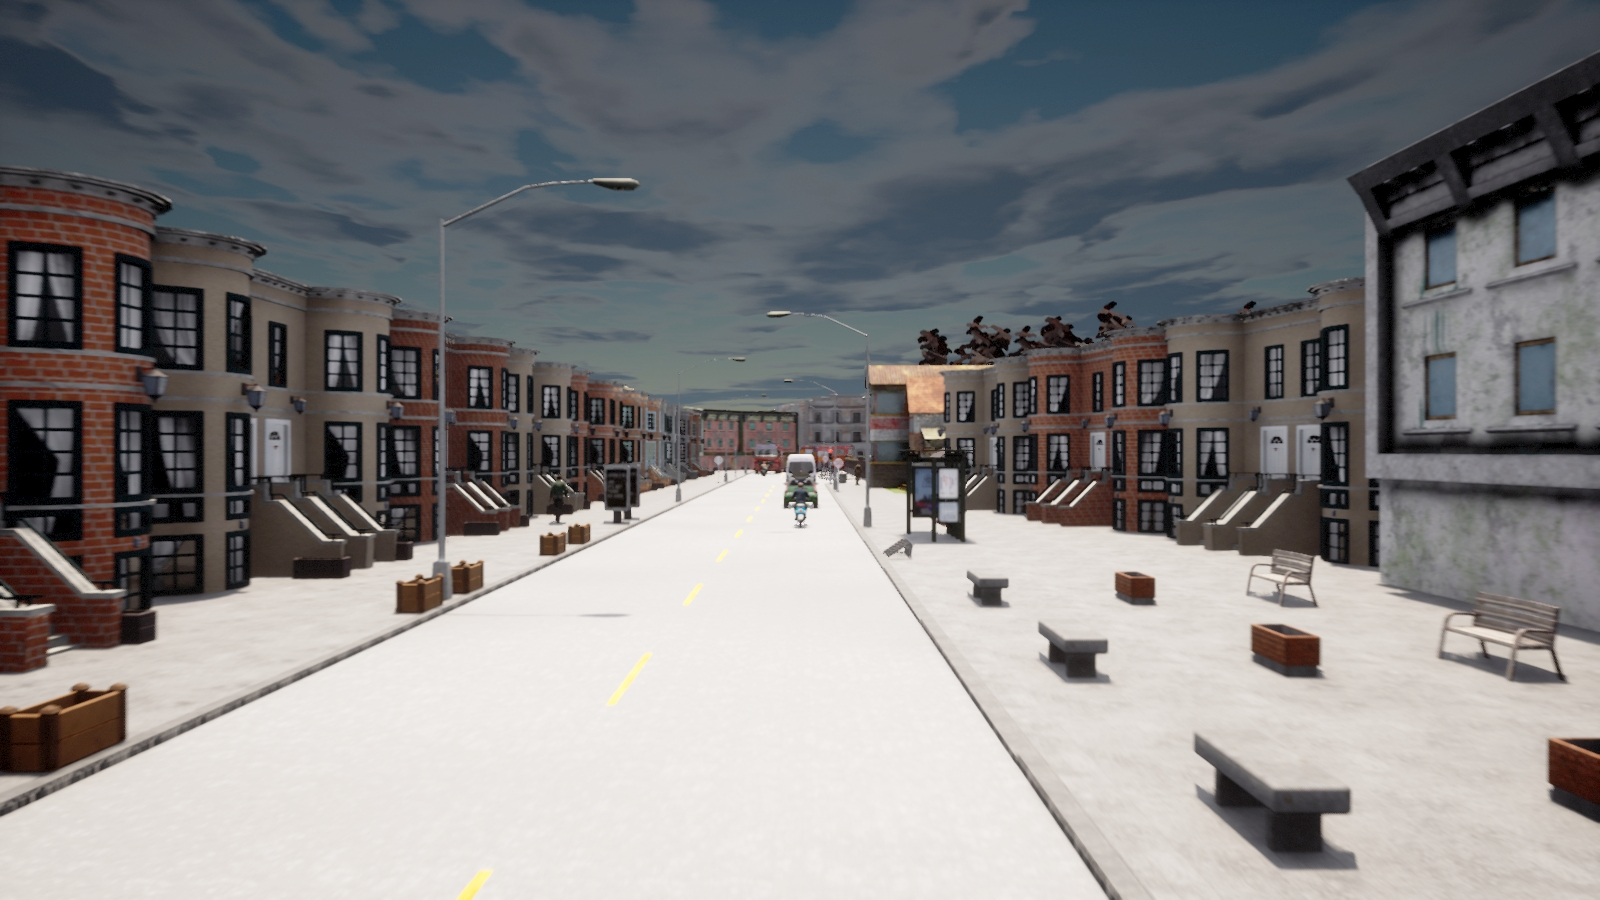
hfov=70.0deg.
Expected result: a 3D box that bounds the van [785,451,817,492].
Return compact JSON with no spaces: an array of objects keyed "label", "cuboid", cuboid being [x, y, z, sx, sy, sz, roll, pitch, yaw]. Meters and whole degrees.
[{"label":"van","cuboid":[0.056,1.368,74.672,1.988,2.561,5.915,0,0,0]}]

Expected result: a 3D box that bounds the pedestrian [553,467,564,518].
[{"label":"pedestrian","cuboid":[-8.928,1.555,42.182,0.375,1.860,0.375,0,0,-7]}]

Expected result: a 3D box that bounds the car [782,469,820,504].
[{"label":"car","cuboid":[0.041,1.821,57.511,1.851,1.617,3.988,0,0,0]}]
